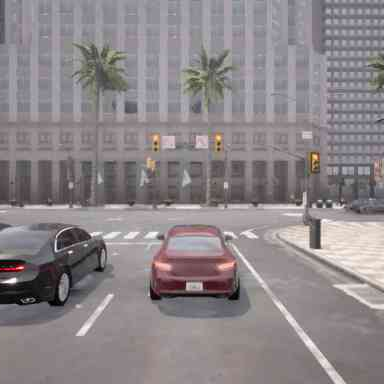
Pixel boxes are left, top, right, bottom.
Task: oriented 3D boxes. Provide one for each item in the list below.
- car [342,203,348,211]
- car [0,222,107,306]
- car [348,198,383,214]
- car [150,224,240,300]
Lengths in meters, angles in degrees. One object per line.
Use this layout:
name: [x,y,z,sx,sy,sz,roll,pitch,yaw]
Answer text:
car: [19.751,1.491,38.039,4.902,1.511,2.128,0,0,0]
car: [-3.439,1.505,8.000,1.837,1.490,4.892,0,0,0]
car: [19.032,1.564,34.539,4.181,1.385,1.994,0,0,0]
car: [0.070,1.526,8.255,1.812,1.442,4.674,0,0,1]
